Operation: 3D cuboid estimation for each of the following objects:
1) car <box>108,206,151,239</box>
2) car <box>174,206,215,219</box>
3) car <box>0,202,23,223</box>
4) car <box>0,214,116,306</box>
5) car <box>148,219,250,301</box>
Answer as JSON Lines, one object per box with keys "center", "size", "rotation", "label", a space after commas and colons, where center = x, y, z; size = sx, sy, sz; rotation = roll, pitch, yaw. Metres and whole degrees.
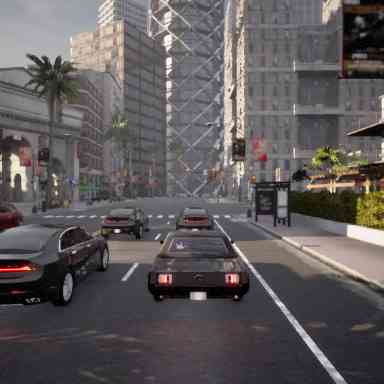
{"center": [-3.361, 1.505, 17.410], "size": [1.837, 1.490, 4.892], "rotation": [0, 0, 0], "label": "car"}
{"center": [0.138, 1.505, 17.525], "size": [1.837, 1.490, 4.892], "rotation": [0, 0, 0], "label": "car"}
{"center": [-10.465, 1.351, 16.726], "size": [2.097, 1.767, 4.553], "rotation": [0, 0, 0], "label": "car"}
{"center": [-3.370, 1.505, 8.004], "size": [1.837, 1.490, 4.892], "rotation": [0, 0, 0], "label": "car"}
{"center": [0.122, 1.601, 8.262], "size": [1.895, 1.301, 4.718], "rotation": [0, 0, 0], "label": "car"}
